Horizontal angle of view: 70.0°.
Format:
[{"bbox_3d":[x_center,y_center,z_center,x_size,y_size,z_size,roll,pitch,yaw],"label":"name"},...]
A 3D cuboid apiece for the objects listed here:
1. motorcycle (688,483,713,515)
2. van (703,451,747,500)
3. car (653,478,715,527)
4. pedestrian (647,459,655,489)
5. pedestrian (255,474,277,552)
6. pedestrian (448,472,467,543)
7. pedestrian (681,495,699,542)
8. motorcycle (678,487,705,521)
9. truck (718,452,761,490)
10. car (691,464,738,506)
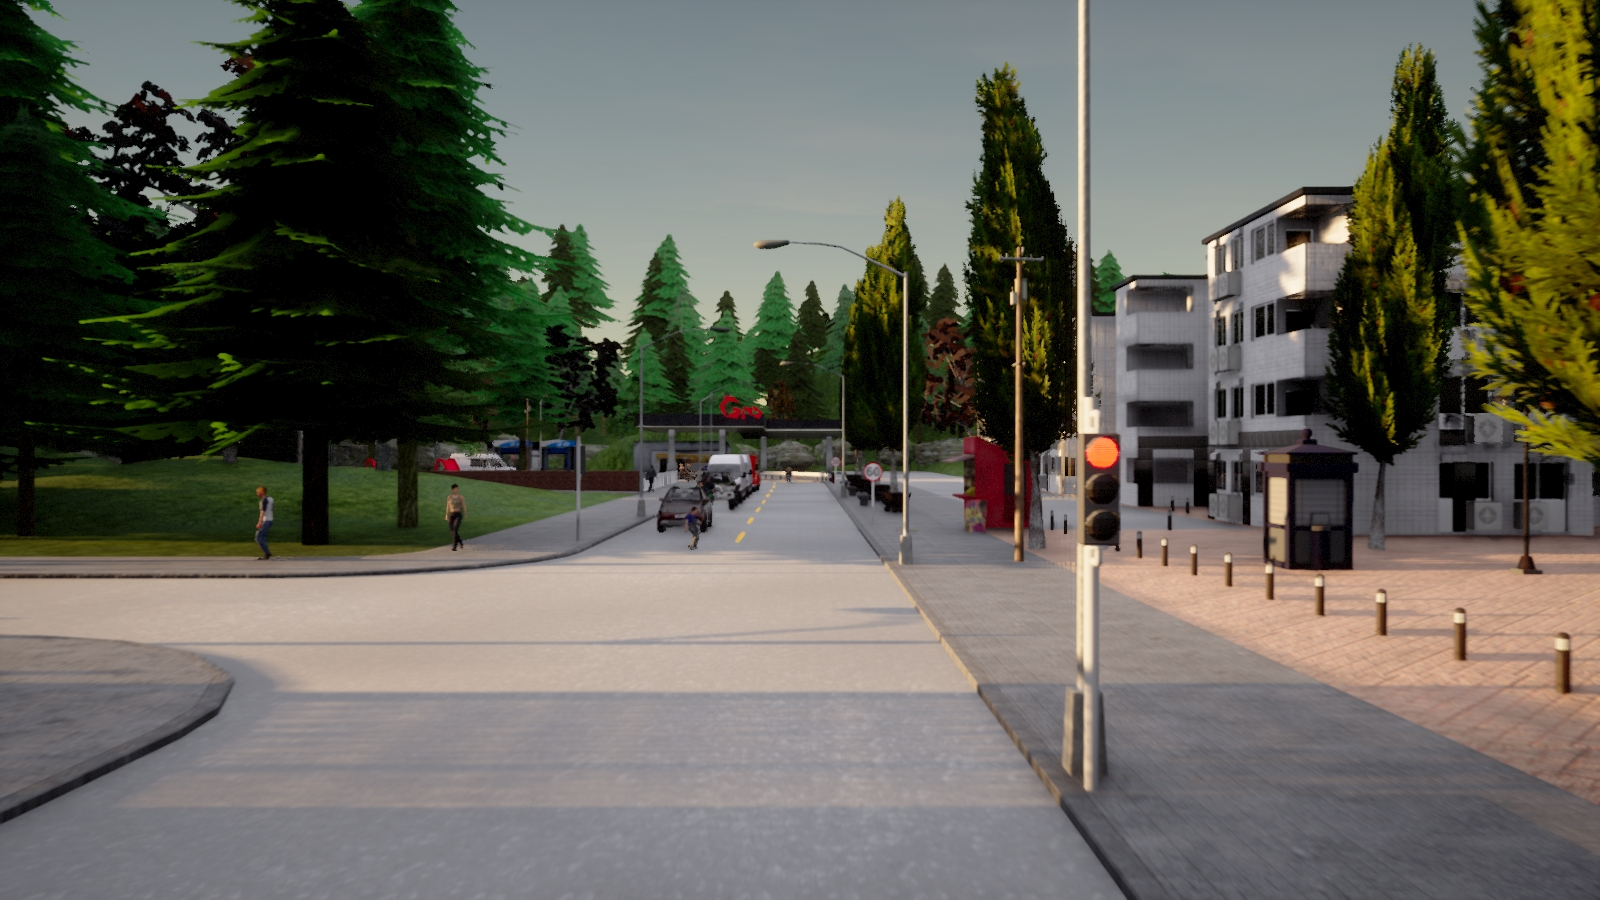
[{"bbox_3d":[-3.994,1.962,45.912,0.856,1.236,1.805,0,0,0],"label":"motorcycle"},{"bbox_3d":[-4.000,1.314,61.811,1.988,2.561,5.915,0,0,0],"label":"van"},{"bbox_3d":[-4.006,1.807,40.044,1.789,1.549,3.705,0,0,0],"label":"car"},{"bbox_3d":[-9.333,1.524,71.671,0.375,1.860,0.375,0,0,18],"label":"pedestrian"},{"bbox_3d":[-13.007,1.524,27.834,0.375,1.860,0.375,0,0,-8],"label":"pedestrian"},{"bbox_3d":[-9.107,1.526,30.416,0.375,1.860,0.375,0,0,4],"label":"pedestrian"},{"bbox_3d":[-3.068,1.909,31.881,0.375,1.300,0.375,0,0,25],"label":"pedestrian"},{"bbox_3d":[-4.024,1.993,42.568,0.803,1.145,2.033,0,0,0],"label":"motorcycle"},{"bbox_3d":[-4.024,1.348,76.910,2.627,2.467,5.204,0,0,-1],"label":"truck"},{"bbox_3d":[-4.053,1.644,54.745,1.932,1.855,4.605,0,0,0],"label":"car"}]
